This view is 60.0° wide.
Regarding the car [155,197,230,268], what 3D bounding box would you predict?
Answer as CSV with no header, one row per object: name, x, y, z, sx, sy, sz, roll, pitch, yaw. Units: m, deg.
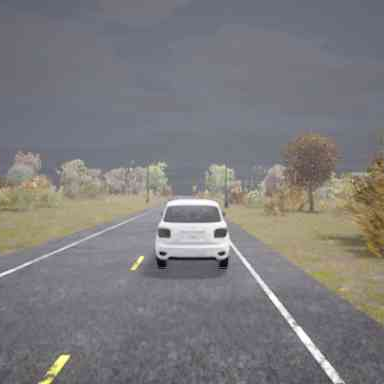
car,0.031,1.277,11.599,2.150,2.045,5.566,0,0,1

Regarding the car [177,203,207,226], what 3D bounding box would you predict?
car,0.020,1.667,25.521,2.033,1.411,5.357,0,0,1

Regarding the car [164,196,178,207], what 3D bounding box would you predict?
car,-3.568,1.636,57.198,2.097,1.767,4.553,0,0,0
